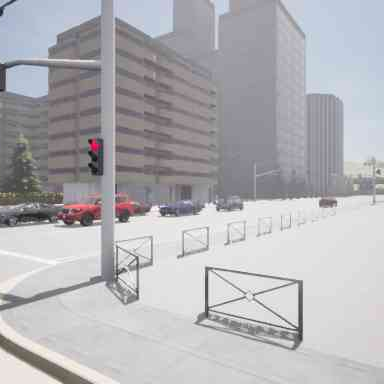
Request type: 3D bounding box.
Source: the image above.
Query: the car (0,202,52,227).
[{"bbox_3d":[-11.281,1.492,22.970,2.128,1.511,4.902,0,0,35],"label":"car"}]

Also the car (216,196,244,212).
[{"bbox_3d":[4.609,1.526,39.837,1.812,1.442,4.674,0,0,35],"label":"car"}]

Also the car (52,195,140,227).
[{"bbox_3d":[-6.618,1.221,23.569,2.150,2.045,5.566,0,0,35],"label":"car"}]

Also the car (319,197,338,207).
[{"bbox_3d":[20.802,1.478,50.701,1.882,1.535,5.008,0,0,35],"label":"car"}]

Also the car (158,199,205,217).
[{"bbox_3d":[-1.075,1.601,31.614,1.895,1.301,4.718,0,0,35],"label":"car"}]

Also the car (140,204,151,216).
[{"bbox_3d":[-6.022,1.601,30.602,1.895,1.301,4.718,0,0,35],"label":"car"}]

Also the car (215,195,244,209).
[{"bbox_3d":[5.314,1.352,46.984,2.097,1.767,4.553,0,0,35],"label":"car"}]
